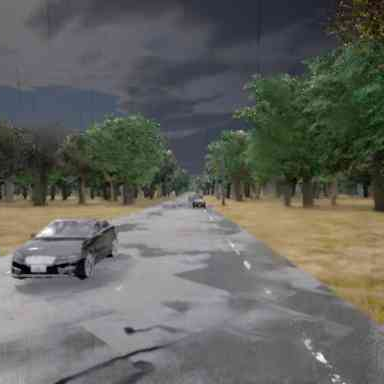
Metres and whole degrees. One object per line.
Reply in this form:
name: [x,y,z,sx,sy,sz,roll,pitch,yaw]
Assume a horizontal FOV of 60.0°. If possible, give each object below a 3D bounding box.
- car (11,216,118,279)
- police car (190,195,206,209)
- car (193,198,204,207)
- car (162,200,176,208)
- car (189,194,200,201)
car: [-3.598,1.543,10.252,2.128,1.511,4.902,0,0,0]
police car: [1.058,1.640,48.504,1.930,1.638,5.238,0,0,0]
car: [1.060,1.753,58.397,1.837,1.490,4.892,0,0,0]
car: [-3.564,1.825,51.416,1.895,1.301,4.718,0,0,0]
car: [1.060,1.490,64.430,2.150,2.045,5.566,0,0,0]
